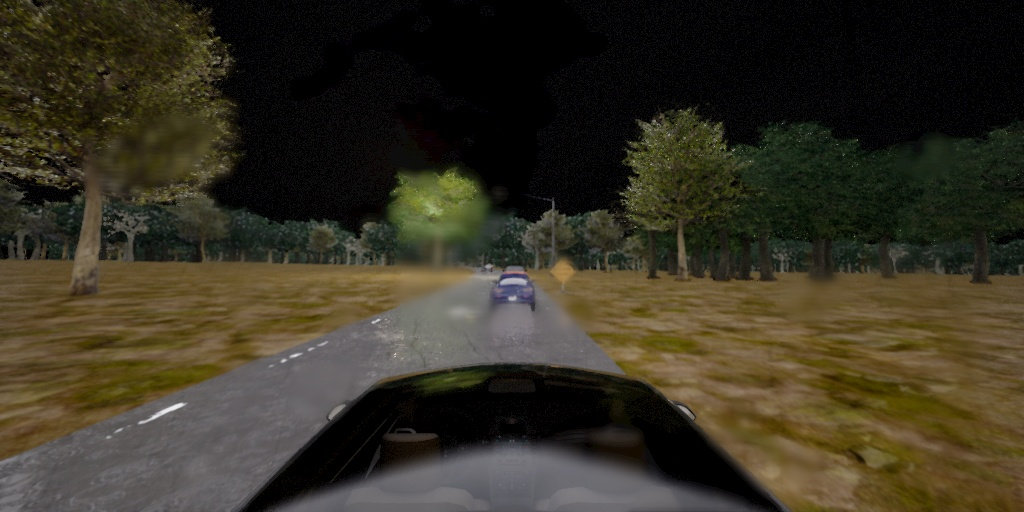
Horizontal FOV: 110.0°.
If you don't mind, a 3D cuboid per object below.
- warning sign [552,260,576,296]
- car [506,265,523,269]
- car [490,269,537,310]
[{"bbox_3d":[2.763,1.126,18.902,1.300,1.860,1.060,0,0,1],"label":"warning sign"},{"bbox_3d":[0.215,1.566,30.292,2.097,1.767,4.553,0,-1,0],"label":"car"},{"bbox_3d":[0.100,1.481,15.739,1.812,1.442,4.674,0,-1,1],"label":"car"}]
